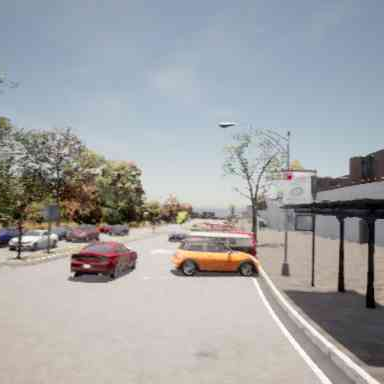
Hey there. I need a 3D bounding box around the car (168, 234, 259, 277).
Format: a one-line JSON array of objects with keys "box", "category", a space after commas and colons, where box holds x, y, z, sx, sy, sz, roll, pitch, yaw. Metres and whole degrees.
[{"box": [1.202, 3.392, 17.528, 4.553, 1.767, 2.185, 4, -5, -14], "category": "car"}]

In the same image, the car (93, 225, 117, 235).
[{"box": [-12.769, 5.564, 49.370, 1.895, 1.301, 4.718, 2, -5, 6], "category": "car"}]

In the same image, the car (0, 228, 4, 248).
[{"box": [-14.887, 3.561, 26.168, 1.812, 1.442, 4.674, 2, -5, 6], "category": "car"}]

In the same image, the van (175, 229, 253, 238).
[{"box": [1.440, 3.533, 20.495, 4.442, 1.987, 1.878, 4, -4, -14], "category": "van"}]

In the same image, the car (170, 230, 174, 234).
[{"box": [-1.668, 5.359, 41.000, 1.895, 1.301, 4.718, 2, -5, 5], "category": "car"}]

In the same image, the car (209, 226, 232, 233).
[{"box": [6.607, 8.661, 77.116, 4.674, 1.452, 2.002, 4, -5, -15], "category": "car"}]

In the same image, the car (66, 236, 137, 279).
[{"box": [-4.052, 3.152, 16.071, 1.882, 1.535, 5.008, 2, -6, 6], "category": "car"}]

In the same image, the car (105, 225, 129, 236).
[{"box": [-10.055, 5.320, 46.171, 1.837, 1.490, 4.892, 2, -4, 5], "category": "car"}]

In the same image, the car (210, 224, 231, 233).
[{"box": [6.906, 8.762, 80.115, 4.553, 1.767, 2.185, 4, -5, -15], "category": "car"}]

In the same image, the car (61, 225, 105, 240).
[{"box": [-11.123, 4.175, 34.191, 2.097, 1.767, 4.553, 2, -5, 5], "category": "car"}]

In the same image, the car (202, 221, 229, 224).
[{"box": [4.547, 6.252, 53.334, 5.566, 2.045, 2.435, 4, -5, -15], "category": "car"}]

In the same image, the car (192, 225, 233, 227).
[{"box": [2.157, 4.011, 26.509, 5.566, 2.045, 2.435, 4, -5, -14], "category": "car"}]

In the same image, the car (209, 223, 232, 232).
[{"box": [7.697, 9.405, 89.070, 5.566, 2.045, 2.435, 4, -5, -15], "category": "car"}]

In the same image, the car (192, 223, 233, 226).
[{"box": [2.969, 4.749, 35.456, 5.566, 2.045, 2.435, 4, -5, -15], "category": "car"}]

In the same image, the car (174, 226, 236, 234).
[{"box": [1.821, 3.761, 23.501, 5.566, 2.045, 2.435, 4, -4, -14], "category": "car"}]

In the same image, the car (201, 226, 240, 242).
[{"box": [3.759, 5.616, 44.378, 4.553, 1.767, 2.185, 4, -4, -15], "category": "car"}]

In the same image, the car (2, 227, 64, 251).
[{"box": [-11.965, 3.627, 25.456, 1.812, 1.442, 4.674, 2, -5, 4], "category": "car"}]

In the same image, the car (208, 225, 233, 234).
[{"box": [6.337, 8.354, 74.143, 5.008, 1.535, 2.097, 4, -5, -15], "category": "car"}]
